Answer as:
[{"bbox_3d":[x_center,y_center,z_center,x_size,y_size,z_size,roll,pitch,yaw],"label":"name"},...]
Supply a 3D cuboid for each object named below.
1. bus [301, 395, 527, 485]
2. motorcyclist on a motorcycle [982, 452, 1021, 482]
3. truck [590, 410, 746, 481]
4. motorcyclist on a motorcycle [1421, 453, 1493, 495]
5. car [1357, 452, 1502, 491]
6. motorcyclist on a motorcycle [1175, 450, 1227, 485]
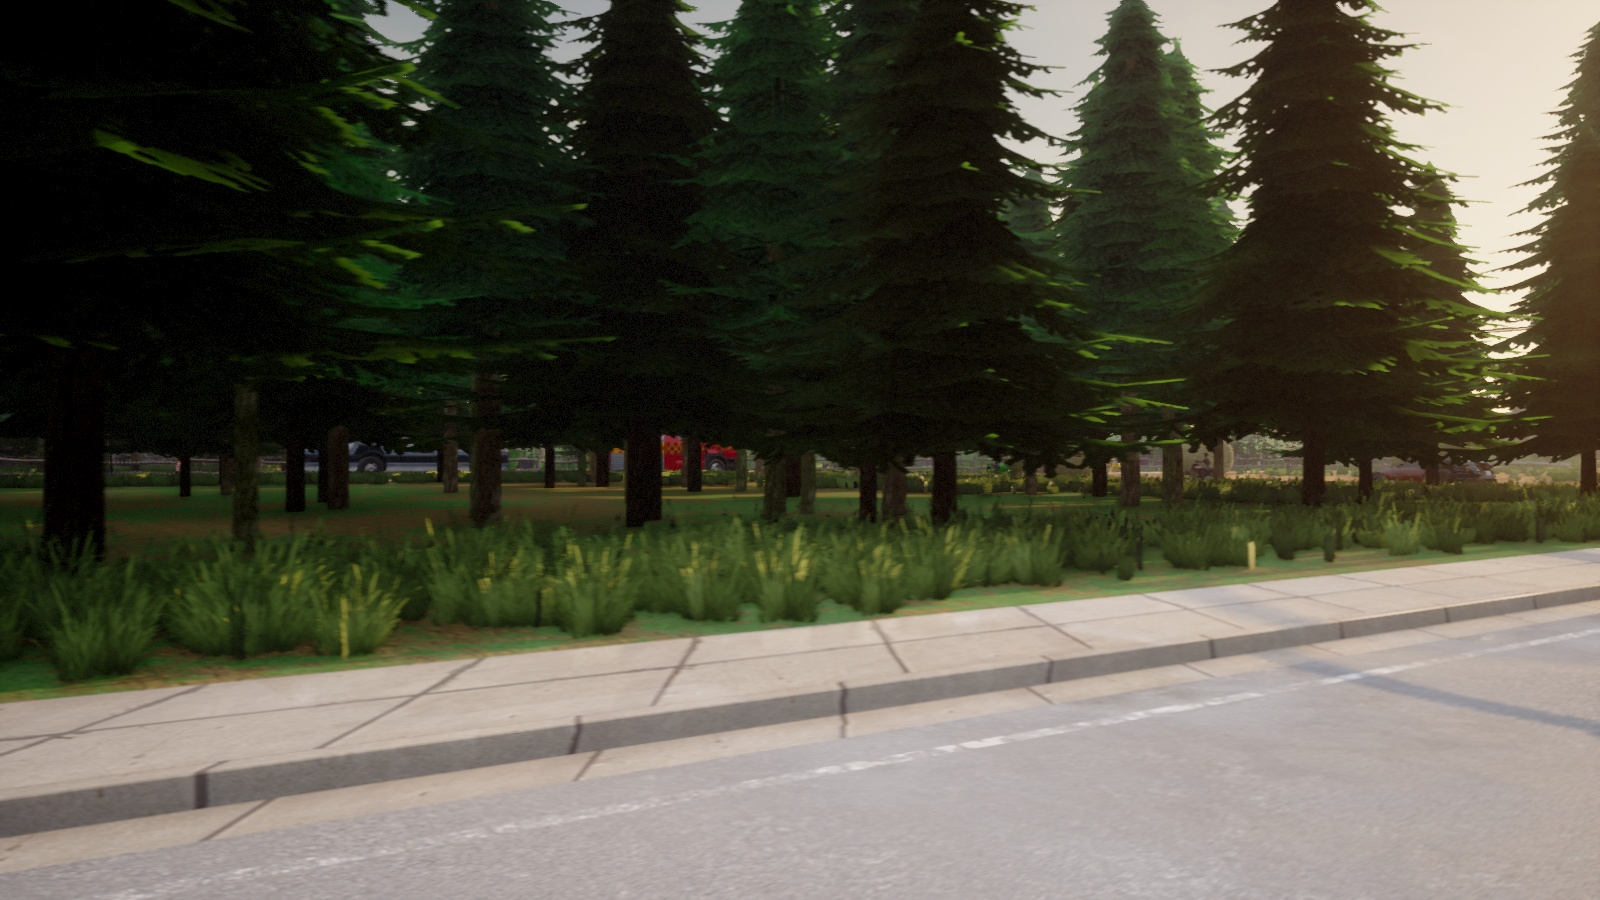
[{"bbox_3d":[-19.473,-0.438,63.716,10.273,4.253,3.944,0,0,-34],"label":"bus"},{"bbox_3d":[10.531,0.892,65.562,0.797,1.523,2.044,0,0,-36],"label":"motorcyclist on a motorcycle"},{"bbox_3d":[-7.463,-0.236,71.728,8.468,3.827,2.891,0,0,-33],"label":"truck"},{"bbox_3d":[24.341,0.869,46.555,0.866,1.530,2.191,0,0,-36],"label":"motorcyclist on a motorcycle"},{"bbox_3d":[25.474,0.842,50.950,2.163,1.488,4.792,0,0,-36],"label":"car"},{"bbox_3d":[19.082,0.828,59.748,0.766,1.649,2.350,0,0,-36],"label":"motorcyclist on a motorcycle"}]
